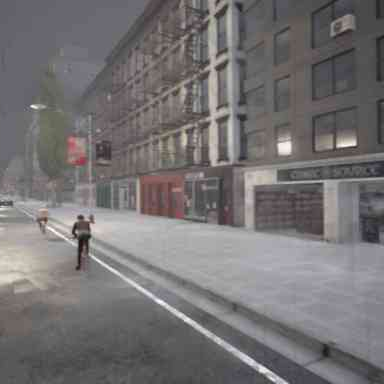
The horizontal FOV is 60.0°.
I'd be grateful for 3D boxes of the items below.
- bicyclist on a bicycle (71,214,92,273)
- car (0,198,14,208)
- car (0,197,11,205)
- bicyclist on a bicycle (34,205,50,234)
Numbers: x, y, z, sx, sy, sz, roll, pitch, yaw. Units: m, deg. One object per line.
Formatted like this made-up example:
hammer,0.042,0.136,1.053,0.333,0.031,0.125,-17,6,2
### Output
bicyclist on a bicycle,-3.228,1.485,9.763,0.582,1.620,1.656,0,0,-30
car,-30.775,1.744,55.324,1.882,1.535,5.008,0,0,-30
car,-38.037,1.865,67.560,2.033,1.411,5.357,0,0,-30
bicyclist on a bicycle,-8.345,1.514,18.593,0.866,1.612,1.509,0,0,-31
